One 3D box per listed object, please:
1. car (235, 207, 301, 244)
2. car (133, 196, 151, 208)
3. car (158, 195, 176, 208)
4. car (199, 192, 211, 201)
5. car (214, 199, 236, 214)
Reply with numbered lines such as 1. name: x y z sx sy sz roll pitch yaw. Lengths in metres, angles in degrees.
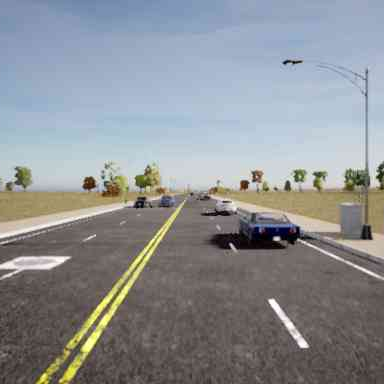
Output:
1. car: 3.347 1.544 15.327 1.895 1.301 4.718 0 0 0
2. car: -6.589 1.337 44.342 1.837 1.490 4.892 0 1 0
3. car: -3.338 1.184 44.787 2.097 1.767 4.553 0 0 0
4. car: 3.242 1.201 75.085 2.128 1.511 4.902 0 0 0
5. car: 3.345 1.402 33.187 1.812 1.442 4.674 0 0 0
